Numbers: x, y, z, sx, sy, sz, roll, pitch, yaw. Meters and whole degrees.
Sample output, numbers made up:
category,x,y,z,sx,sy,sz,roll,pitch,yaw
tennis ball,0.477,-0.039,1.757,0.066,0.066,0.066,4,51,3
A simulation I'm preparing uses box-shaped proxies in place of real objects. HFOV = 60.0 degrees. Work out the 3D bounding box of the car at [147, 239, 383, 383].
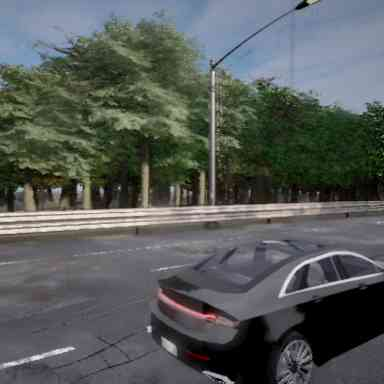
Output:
category,x,y,z,sx,sy,sz,roll,pitch,yaw
car,1.716,1.492,5.095,4.902,1.511,2.128,0,0,-35
